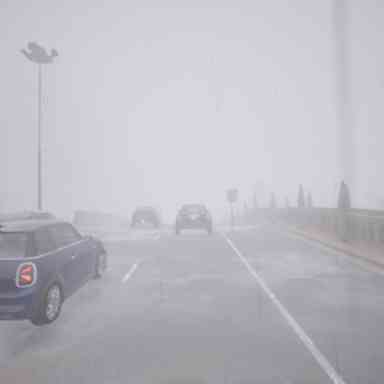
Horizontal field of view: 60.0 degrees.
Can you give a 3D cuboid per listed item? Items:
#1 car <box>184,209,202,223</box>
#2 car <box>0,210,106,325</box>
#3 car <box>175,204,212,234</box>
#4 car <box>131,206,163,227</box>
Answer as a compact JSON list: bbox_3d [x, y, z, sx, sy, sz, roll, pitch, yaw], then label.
[{"bbox_3d":[0.095,2.831,38.540,1.882,1.535,5.008,0,-6,0],"label":"car"},{"bbox_3d":[-3.401,1.382,7.320,2.097,1.767,4.553,0,0,0],"label":"car"},{"bbox_3d":[0.098,1.506,20.413,2.097,1.767,4.553,0,-2,0],"label":"car"},{"bbox_3d":[-3.402,1.848,25.394,1.837,1.490,4.892,0,-3,0],"label":"car"}]
